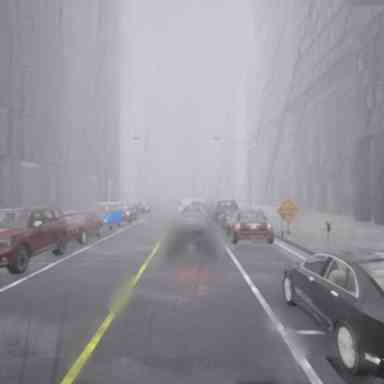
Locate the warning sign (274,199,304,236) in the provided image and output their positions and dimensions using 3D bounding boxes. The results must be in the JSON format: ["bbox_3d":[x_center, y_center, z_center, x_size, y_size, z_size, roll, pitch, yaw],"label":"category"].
[{"bbox_3d":[5.061,1.288,17.441,1.300,1.860,1.060,0,0,0],"label":"warning sign"}]

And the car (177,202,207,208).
[{"bbox_3d":[0.003,1.846,28.474,1.994,1.385,4.181,0,0,0],"label":"car"}]

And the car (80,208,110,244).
[{"bbox_3d":[-5.774,1.710,16.727,1.887,1.381,4.507,0,-1,0],"label":"car"}]

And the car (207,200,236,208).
[{"bbox_3d":[2.744,1.592,28.016,2.192,1.841,5.009,0,-1,0],"label":"car"}]

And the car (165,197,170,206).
[{"bbox_3d":[-5.799,2.163,61.818,2.008,1.369,4.403,0,-1,0],"label":"car"}]

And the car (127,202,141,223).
[{"bbox_3d":[-5.781,1.717,28.001,1.967,1.590,4.097,0,-1,0],"label":"car"}]

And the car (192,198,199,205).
[{"bbox_3d":[0.855,2.361,83.435,1.812,1.442,4.674,0,-1,0],"label":"car"}]

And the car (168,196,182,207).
[{"bbox_3d":[-3.055,1.862,64.536,2.150,2.045,5.566,0,-1,1],"label":"car"}]

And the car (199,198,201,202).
[{"bbox_3d":[2.726,2.179,61.829,1.947,1.339,4.313,0,-1,0],"label":"car"}]

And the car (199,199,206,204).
[{"bbox_3d":[2.711,2.485,90.010,1.802,1.307,4.206,0,-1,0],"label":"car"}]

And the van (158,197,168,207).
[{"bbox_3d":[-5.803,2.012,67.457,1.690,1.788,3.998,0,-1,0],"label":"van"}]

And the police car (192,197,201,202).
[{"bbox_3d":[0.864,2.097,67.547,1.930,1.638,5.238,0,-1,0],"label":"police car"}]

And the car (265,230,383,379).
[{"bbox_3d":[2.757,1.606,5.470,2.008,1.369,4.403,0,-1,0],"label":"car"}]

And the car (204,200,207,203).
[{"bbox_3d":[2.739,1.954,39.286,1.947,1.339,4.313,0,-1,0],"label":"car"}]

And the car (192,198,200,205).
[{"bbox_3d":[0.858,2.251,77.436,1.882,1.535,5.008,0,-1,0],"label":"car"}]

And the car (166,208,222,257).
[{"bbox_3d":[0.011,1.641,13.520,1.837,1.490,4.892,0,0,0],"label":"car"}]

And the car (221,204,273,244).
[{"bbox_3d":[2.750,1.606,16.742,1.967,1.590,4.097,0,-1,0],"label":"car"}]

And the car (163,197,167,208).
[{"bbox_3d":[-5.796,2.079,56.013,1.752,1.417,4.829,0,-1,0],"label":"car"}]

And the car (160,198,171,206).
[{"bbox_3d":[-5.805,2.169,73.092,1.967,1.590,4.097,0,-1,0],"label":"car"}]

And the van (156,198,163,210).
[{"bbox_3d":[-5.793,1.840,50.548,1.690,1.788,3.998,0,-1,0],"label":"van"}]

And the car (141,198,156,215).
[{"bbox_3d":[-5.787,1.828,39.274,1.967,1.590,4.097,0,-1,0],"label":"car"}]

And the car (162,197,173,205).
[{"bbox_3d":[-5.809,2.102,78.730,2.192,1.841,5.009,0,-1,0],"label":"car"}]

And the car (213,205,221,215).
[{"bbox_3d":[2.748,1.787,22.377,1.947,1.339,4.313,0,-1,0],"label":"car"}]

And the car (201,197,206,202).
[{"bbox_3d":[2.732,1.940,50.558,1.967,1.590,4.097,0,-1,0],"label":"car"}]

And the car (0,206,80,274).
[{"bbox_3d":[-5.772,1.425,11.093,2.192,1.841,5.009,0,-1,0],"label":"car"}]

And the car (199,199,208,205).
[{"bbox_3d":[2.717,2.369,78.738,1.802,1.307,4.206,0,-1,0],"label":"car"}]

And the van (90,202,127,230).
[{"bbox_3d":[-5.778,1.562,22.366,1.690,1.788,3.998,0,-1,0],"label":"van"}]
